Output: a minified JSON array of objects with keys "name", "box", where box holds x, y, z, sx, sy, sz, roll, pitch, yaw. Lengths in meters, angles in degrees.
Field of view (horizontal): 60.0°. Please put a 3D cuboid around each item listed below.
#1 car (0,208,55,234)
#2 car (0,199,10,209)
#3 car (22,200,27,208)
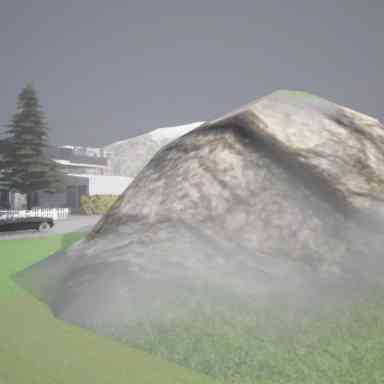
[{"name":"car","box":[-10.449,1.805,19.176,1.895,1.301,4.718,0,0,36]},{"name":"car","box":[-19.662,1.501,31.220,1.905,1.878,3.866,0,0,35]},{"name":"car","box":[-21.771,1.669,38.034,2.242,1.667,4.611,0,0,35]}]
